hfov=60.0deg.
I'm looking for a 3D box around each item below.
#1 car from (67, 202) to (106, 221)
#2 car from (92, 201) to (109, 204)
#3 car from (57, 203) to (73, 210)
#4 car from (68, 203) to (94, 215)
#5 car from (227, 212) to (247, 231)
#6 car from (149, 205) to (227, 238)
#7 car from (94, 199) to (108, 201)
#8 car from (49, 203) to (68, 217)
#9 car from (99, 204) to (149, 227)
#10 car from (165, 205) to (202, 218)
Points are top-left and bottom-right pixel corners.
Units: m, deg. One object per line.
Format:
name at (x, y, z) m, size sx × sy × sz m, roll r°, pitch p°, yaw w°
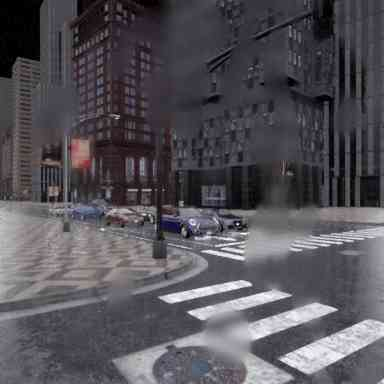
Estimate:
car at (-10.928, 2.103, 34.326) m, size 1.882 × 1.535 × 5.008 m, roll 0°, pitch -1°, yaw -36°
car at (-9.552, 2.153, 37.984) m, size 2.128 × 1.511 × 4.902 m, roll 0°, pitch -1°, yaw -36°
car at (-24.986, 2.851, 65.388) m, size 1.895 × 1.301 × 4.718 m, roll 0°, pitch -1°, yaw -36°
car at (-15.589, 2.352, 46.477) m, size 2.128 × 1.511 × 4.902 m, roll 0°, pitch -1°, yaw -35°
car at (1.691, 1.861, 22.312) m, size 1.994 × 1.385 × 4.181 m, roll 0°, pitch -1°, yaw -36°
car at (-0.383, 1.636, 19.594) m, size 2.097 × 1.767 × 4.553 m, roll 0°, pitch -1°, yaw -35°
car at (-16.641, 2.284, 59.338) m, size 2.150 × 2.045 × 5.566 m, roll 0°, pitch -1°, yaw -36°
car at (-16.697, 2.416, 42.417) m, size 1.895 × 1.301 × 4.718 m, roll 0°, pitch -1°, yaw -35°
car at (-5.534, 1.976, 26.808) m, size 1.812 × 1.442 × 4.674 m, roll 0°, pitch -1°, yaw -36°
car at (-1.070, 2.152, 37.642) m, size 1.895 × 1.301 × 4.718 m, roll 0°, pitch -1°, yaw -36°
